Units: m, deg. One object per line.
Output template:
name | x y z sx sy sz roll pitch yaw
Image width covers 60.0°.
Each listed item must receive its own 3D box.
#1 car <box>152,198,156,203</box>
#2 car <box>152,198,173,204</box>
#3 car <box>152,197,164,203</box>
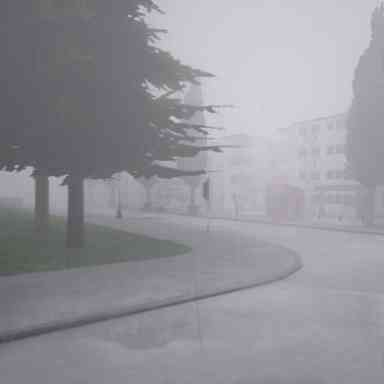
car | -7.306 2.061 81.715 4.536 1.218 1.853 1 0 -6
car | -7.256 2.220 81.719 4.974 1.542 2.038 1 0 -6
car | -8.600 1.981 84.197 1.845 1.501 3.633 1 0 -24
